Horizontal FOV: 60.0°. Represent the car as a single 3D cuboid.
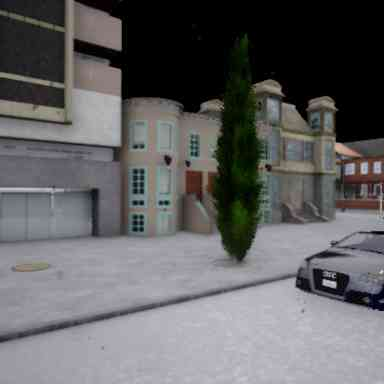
[{"bbox_3d":[4.318,1.623,7.662,4.181,1.385,1.994,1,0,-35],"label":"car"}]
